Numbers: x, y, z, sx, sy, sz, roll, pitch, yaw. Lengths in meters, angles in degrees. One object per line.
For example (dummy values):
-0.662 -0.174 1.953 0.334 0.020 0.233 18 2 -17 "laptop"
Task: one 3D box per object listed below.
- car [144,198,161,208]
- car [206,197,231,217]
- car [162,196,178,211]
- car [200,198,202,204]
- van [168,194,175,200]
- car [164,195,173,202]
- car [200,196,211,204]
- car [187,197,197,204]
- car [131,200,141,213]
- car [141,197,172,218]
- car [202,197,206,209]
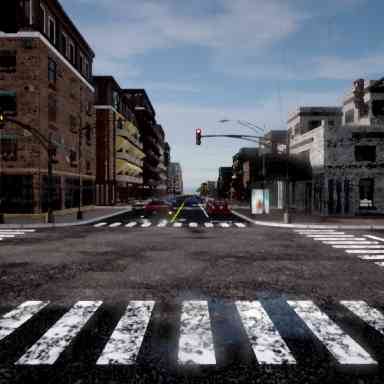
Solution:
-5.786 1.571 48.912 2.008 1.369 4.403 0 0 0 "car"
2.625 1.446 31.849 1.967 1.590 4.097 0 0 0 "car"
-3.170 1.560 40.965 2.033 1.411 5.357 0 0 0 "car"
2.594 1.571 48.940 2.008 1.369 4.403 0 0 0 "car"
-5.873 1.430 94.485 1.690 1.788 3.998 -1 0 0 "van"
-5.850 1.592 82.921 1.752 1.417 4.829 -1 0 0 "car"
2.563 1.591 66.030 2.008 1.369 4.403 -1 0 0 "car"
-0.017 1.583 62.836 2.033 1.411 5.357 0 0 0 "car"
-5.765 1.561 37.518 2.008 1.369 4.403 0 0 0 "car"
-3.154 1.483 30.634 1.882 1.535 5.008 0 0 0 "car"
2.605 1.597 43.243 1.802 1.307 4.206 0 0 0 "car"
